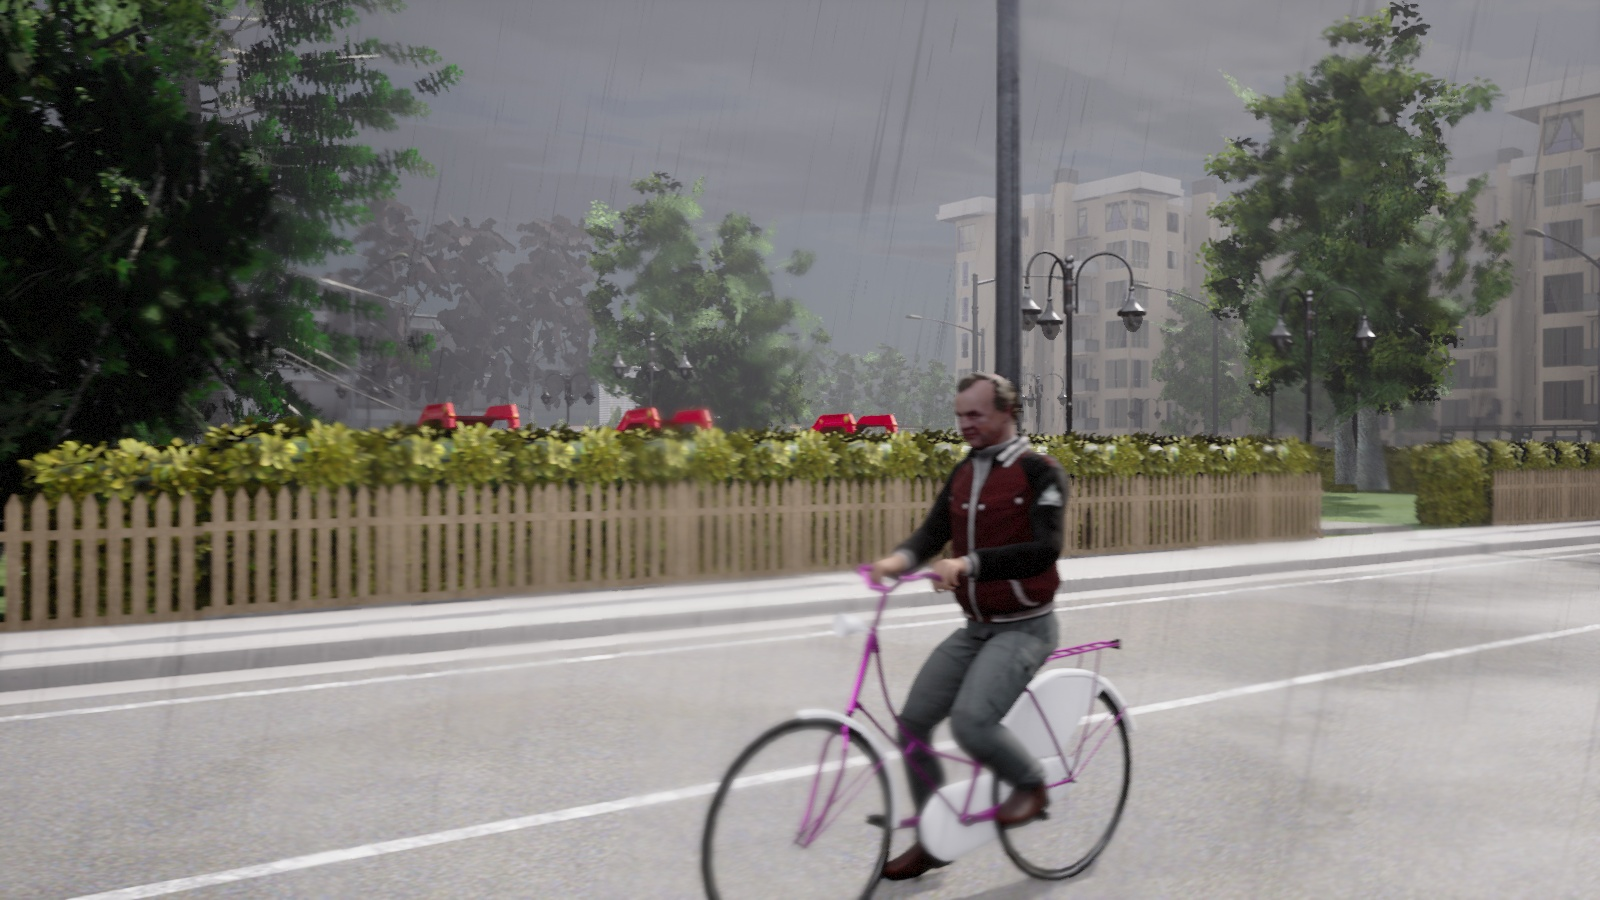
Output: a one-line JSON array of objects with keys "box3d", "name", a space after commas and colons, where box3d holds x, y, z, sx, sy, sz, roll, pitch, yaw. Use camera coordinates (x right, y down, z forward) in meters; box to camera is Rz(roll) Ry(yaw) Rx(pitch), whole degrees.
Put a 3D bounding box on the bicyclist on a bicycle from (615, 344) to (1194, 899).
[{"box3d": [0.395, 0.625, 3.985, 1.843, 1.776, 0.659, 0, 0, -36], "name": "bicyclist on a bicycle"}]
